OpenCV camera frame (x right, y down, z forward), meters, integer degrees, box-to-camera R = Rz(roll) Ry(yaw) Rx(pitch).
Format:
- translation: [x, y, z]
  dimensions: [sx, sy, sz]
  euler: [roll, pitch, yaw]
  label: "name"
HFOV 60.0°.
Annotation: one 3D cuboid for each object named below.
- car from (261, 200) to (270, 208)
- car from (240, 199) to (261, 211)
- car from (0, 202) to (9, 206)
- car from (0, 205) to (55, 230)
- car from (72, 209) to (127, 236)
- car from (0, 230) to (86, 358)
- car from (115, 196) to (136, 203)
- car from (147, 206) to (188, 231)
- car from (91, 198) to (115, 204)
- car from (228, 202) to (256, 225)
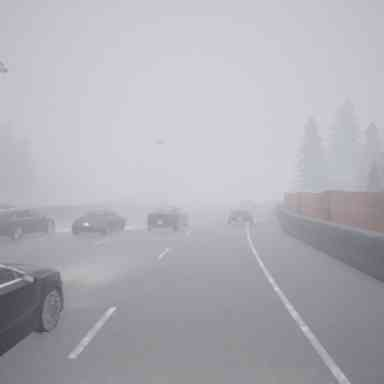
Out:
- translation: [11.831, 2.064, 56.140]
  dimensions: [1.895, 1.301, 4.718]
  euler: [0, 0, 24]
  label: "car"
- translation: [7.616, 1.719, 45.049]
  dimensions: [2.097, 1.767, 4.553]
  euler: [0, -1, 20]
  label: "car"
- translation: [-18.045, 1.683, 29.873]
  dimensions: [2.128, 1.511, 4.902]
  euler: [0, 0, 11]
  label: "car"
- translation: [-9.158, 1.621, 17.578]
  dimensions: [1.837, 1.490, 4.892]
  euler: [0, 0, 7]
  label: "car"
- translation: [-5.357, 1.705, 19.670]
  dimensions: [1.994, 1.385, 4.181]
  euler: [0, 0, 8]
  label: "car"
- translation: [-3.233, 1.516, 3.987]
  dimensions: [2.128, 1.511, 4.902]
  euler: [0, 0, 2]
  label: "car"
- translation: [-13.522, 1.852, 67.862]
  dimensions: [2.150, 2.045, 5.566]
  euler: [0, -1, 22]
  label: "car"
- translation: [-1.497, 1.645, 21.878]
  dimensions: [1.882, 1.535, 5.008]
  euler: [0, 0, 9]
  label: "car"
- translation: [-18.020, 1.954, 66.197]
  dimensions: [1.837, 1.490, 4.892]
  euler: [0, 0, 22]
  label: "car"
- translation: [3.818, 1.737, 25.902]
  dimensions: [1.812, 1.442, 4.674]
  euler: [0, 0, 11]
  label: "car"
